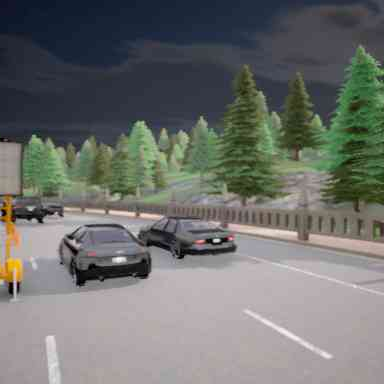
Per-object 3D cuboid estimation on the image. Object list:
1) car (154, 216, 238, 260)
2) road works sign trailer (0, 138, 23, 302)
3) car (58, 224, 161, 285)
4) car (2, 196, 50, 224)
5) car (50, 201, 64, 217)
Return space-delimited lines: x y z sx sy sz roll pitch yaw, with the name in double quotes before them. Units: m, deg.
"car" -0.423 1.657 13.127 2.033 1.411 5.357 1 -1 -29
"road works sign trailer" -5.253 0.493 7.650 2.380 3.560 2.880 1 -1 -31
"car" -2.710 1.630 9.886 1.994 1.385 4.181 1 -1 -28
"car" -13.198 1.348 25.892 2.150 2.045 5.566 1 -1 -38
"car" -13.935 1.679 32.125 1.837 1.490 4.892 1 -1 -41
